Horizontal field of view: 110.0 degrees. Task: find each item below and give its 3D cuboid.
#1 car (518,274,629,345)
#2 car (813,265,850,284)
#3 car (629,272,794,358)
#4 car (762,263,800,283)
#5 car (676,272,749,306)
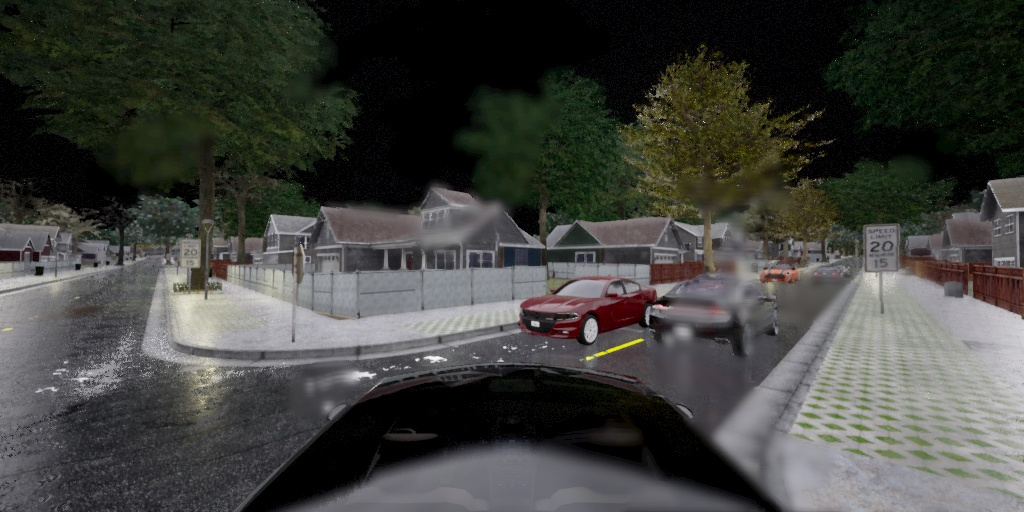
[{"bbox_3d":[2.297,1.305,10.008,1.882,1.535,5.008,-1,-1,45],"label":"car"},{"bbox_3d":[27.087,1.567,30.593,5.357,1.411,2.033,0,-1,-44],"label":"car"},{"bbox_3d":[5.088,1.301,8.768,4.902,1.511,2.128,1,-1,-45],"label":"car"},{"bbox_3d":[22.559,1.380,30.137,4.553,1.767,2.097,0,-1,-45],"label":"car"},{"bbox_3d":[9.956,1.508,17.634,4.718,1.301,1.895,1,-1,-45],"label":"car"}]
